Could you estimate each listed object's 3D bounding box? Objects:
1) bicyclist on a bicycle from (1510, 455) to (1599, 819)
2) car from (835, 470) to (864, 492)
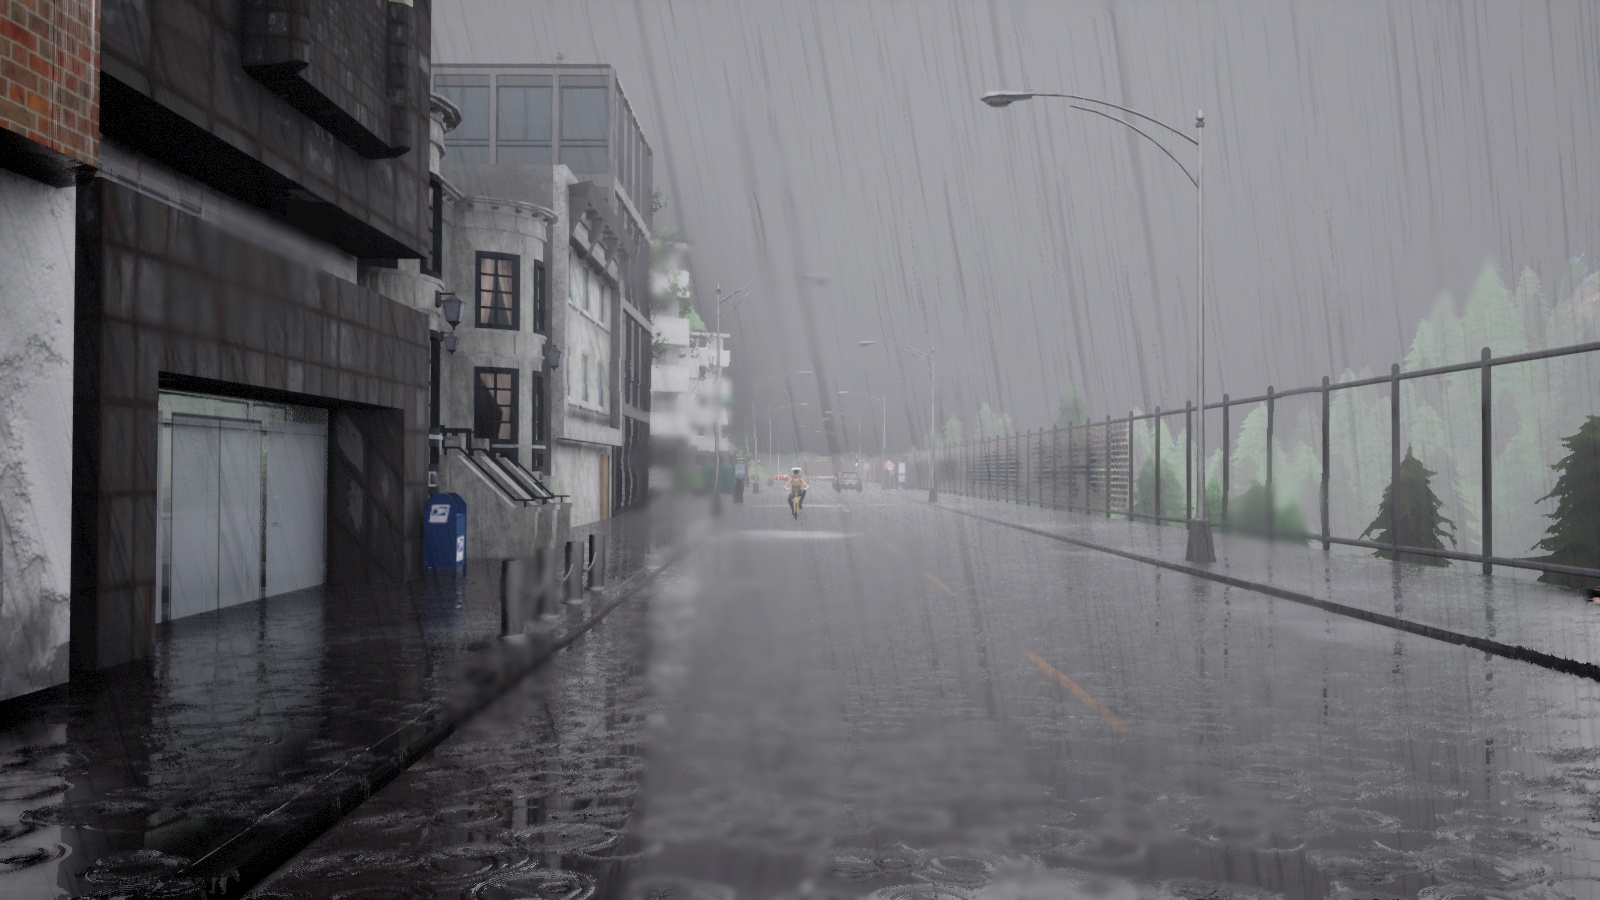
[{"bbox_3d":[3.979,0.827,5.502,0.866,1.612,1.509,0,-1,0],"label":"bicyclist on a bicycle"},{"bbox_3d":[3.755,2.345,96.399,2.033,1.649,4.856,0,-1,0],"label":"car"}]
